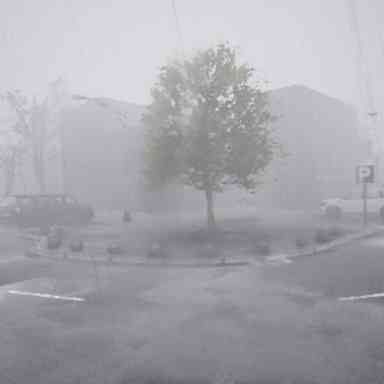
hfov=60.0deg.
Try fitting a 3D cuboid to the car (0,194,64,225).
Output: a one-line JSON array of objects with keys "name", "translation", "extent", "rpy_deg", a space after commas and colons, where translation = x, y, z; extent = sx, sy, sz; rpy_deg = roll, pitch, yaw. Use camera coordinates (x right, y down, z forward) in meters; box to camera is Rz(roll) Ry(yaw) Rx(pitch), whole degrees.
[{"name": "car", "translation": [-12.976, 1.221, 25.680], "extent": [2.435, 2.045, 5.566], "rpy_deg": [0, 0, 26]}]

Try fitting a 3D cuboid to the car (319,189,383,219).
[{"name": "car", "translation": [11.712, 0.834, 22.926], "extent": [5.566, 2.045, 2.435], "rpy_deg": [-1, 0, 27]}]

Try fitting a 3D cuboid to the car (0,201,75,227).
[{"name": "car", "translation": [-10.891, 1.487, 23.567], "extent": [2.163, 1.488, 4.792], "rpy_deg": [0, 0, 25]}]

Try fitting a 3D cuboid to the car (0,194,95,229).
[{"name": "car", "translation": [-8.824, 1.191, 21.510], "extent": [2.435, 2.045, 5.566], "rpy_deg": [-1, 0, 26]}]

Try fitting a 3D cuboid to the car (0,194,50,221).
[{"name": "car", "translation": [-15.046, 1.235, 27.794], "extent": [2.435, 2.045, 5.566], "rpy_deg": [0, 0, 26]}]

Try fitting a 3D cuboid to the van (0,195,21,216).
[{"name": "van", "translation": [-19.136, 1.290, 32.154], "extent": [1.878, 1.987, 4.442], "rpy_deg": [-1, 0, 26]}]

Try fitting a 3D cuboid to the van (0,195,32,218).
[{"name": "van", "translation": [-17.065, 1.275, 30.041], "extent": [1.878, 1.987, 4.442], "rpy_deg": [-1, 0, 26]}]
